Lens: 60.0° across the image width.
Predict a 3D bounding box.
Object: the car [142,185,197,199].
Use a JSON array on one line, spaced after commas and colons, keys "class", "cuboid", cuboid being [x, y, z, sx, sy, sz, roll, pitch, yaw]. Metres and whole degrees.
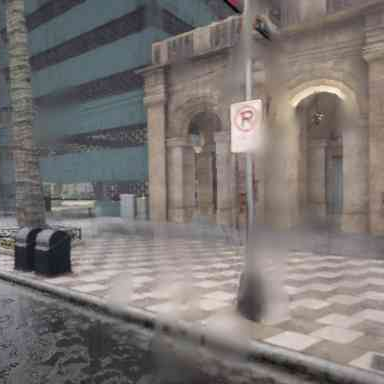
[{"class": "car", "cuboid": [-1.717, 0.449, 26.998, 5.566, 2.045, 2.435, 0, 2, 35]}]
